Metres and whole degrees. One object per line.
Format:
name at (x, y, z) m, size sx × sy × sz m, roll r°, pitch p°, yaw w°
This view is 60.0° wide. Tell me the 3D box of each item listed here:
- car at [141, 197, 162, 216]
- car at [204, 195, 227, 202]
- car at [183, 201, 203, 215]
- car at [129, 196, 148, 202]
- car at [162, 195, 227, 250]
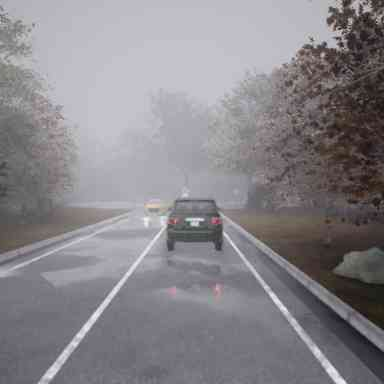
car at (-3.538, 1.482, 33.380) m, size 1.882 × 1.535 × 5.008 m, roll 0°, pitch 0°, yaw 1°
car at (5.309, 1.475, 74.735) m, size 4.892 × 1.490 × 1.837 m, roll 0°, pitch 0°, yaw 22°
car at (0.109, 1.605, 34.460) m, size 1.895 × 1.301 × 4.718 m, roll 0°, pitch 0°, yaw 0°
car at (-11.039, 1.545, 73.011) m, size 5.357 × 1.411 × 2.033 m, roll 0°, pitch 0°, yaw -39°
car at (0.103, 1.223, 14.522) m, size 2.150 × 2.045 × 5.566 m, roll 0°, pitch 0°, yaw 0°
